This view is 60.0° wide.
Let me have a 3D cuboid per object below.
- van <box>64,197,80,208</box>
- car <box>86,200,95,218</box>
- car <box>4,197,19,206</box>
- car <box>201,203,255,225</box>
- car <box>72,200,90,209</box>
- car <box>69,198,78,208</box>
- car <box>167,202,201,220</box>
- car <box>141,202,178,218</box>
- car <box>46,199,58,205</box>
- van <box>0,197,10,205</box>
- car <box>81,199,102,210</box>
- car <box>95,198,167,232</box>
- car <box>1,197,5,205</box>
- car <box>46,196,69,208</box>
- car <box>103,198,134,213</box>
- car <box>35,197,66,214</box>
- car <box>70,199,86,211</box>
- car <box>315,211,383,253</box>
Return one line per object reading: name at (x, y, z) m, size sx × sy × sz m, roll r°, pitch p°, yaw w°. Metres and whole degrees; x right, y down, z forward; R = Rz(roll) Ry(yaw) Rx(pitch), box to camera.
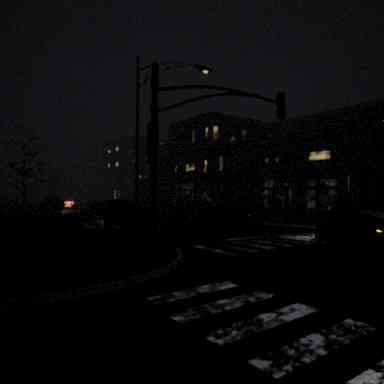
van at (-22.377, 1.924, 61.980) m, size 1.690 × 1.788 × 3.998 m, roll 0°, pitch -1°, yaw -35°
car at (-7.773, 1.549, 30.807) m, size 2.097 × 1.767 × 4.553 m, roll 1°, pitch -1°, yaw -35°
car at (-35.587, 2.144, 66.313) m, size 2.008 × 1.369 × 4.403 m, roll 0°, pitch -1°, yaw -35°
car at (2.937, 1.729, 25.519) m, size 1.947 × 1.339 × 4.313 m, roll 0°, pitch -1°, yaw -35°
car at (-19.211, 2.112, 57.420) m, size 1.802 × 1.307 × 4.206 m, roll 0°, pitch -1°, yaw -35°
car at (-20.850, 1.843, 55.071) m, size 2.097 × 1.767 × 4.553 m, roll 1°, pitch -1°, yaw -35°
car at (-0.227, 1.655, 30.077) m, size 1.967 × 1.590 × 4.097 m, roll 0°, pitch -1°, yaw -35°
car at (-3.488, 1.795, 34.773) m, size 1.752 × 1.417 × 4.829 m, roll 0°, pitch -1°, yaw -35°
car at (-31.868, 2.321, 75.650) m, size 1.802 × 1.307 × 4.206 m, roll 0°, pitch -1°, yaw -35°
van at (-45.081, 2.091, 79.986) m, size 1.690 × 1.788 × 3.998 m, roll 0°, pitch -1°, yaw -35°
car at (-16.048, 1.918, 52.864) m, size 1.967 × 1.590 × 4.097 m, roll 0°, pitch -1°, yaw -35°
car at (-3.946, 1.384, 20.741) m, size 2.192 × 1.841 × 5.009 m, roll 0°, pitch -1°, yaw -35°
car at (-41.916, 2.013, 75.429) m, size 2.192 × 1.841 × 5.009 m, roll 0°, pitch -1°, yaw -35°
car at (-20.336, 1.617, 49.073) m, size 2.150 × 2.045 × 5.566 m, roll 1°, pitch -1°, yaw -35°
car at (-9.720, 1.688, 43.750) m, size 2.192 × 1.841 × 5.009 m, roll 0°, pitch -1°, yaw -35°
car at (-16.602, 1.720, 38.969) m, size 1.967 × 1.590 × 4.097 m, roll 0°, pitch -1°, yaw -35°
car at (-15.469, 2.004, 47.412) m, size 1.895 × 1.301 × 4.718 m, roll 1°, pitch -1°, yaw -34°
car at (6.831, 1.486, 13.463) m, size 1.812 × 1.442 × 4.674 m, roll 0°, pitch -1°, yaw -9°
